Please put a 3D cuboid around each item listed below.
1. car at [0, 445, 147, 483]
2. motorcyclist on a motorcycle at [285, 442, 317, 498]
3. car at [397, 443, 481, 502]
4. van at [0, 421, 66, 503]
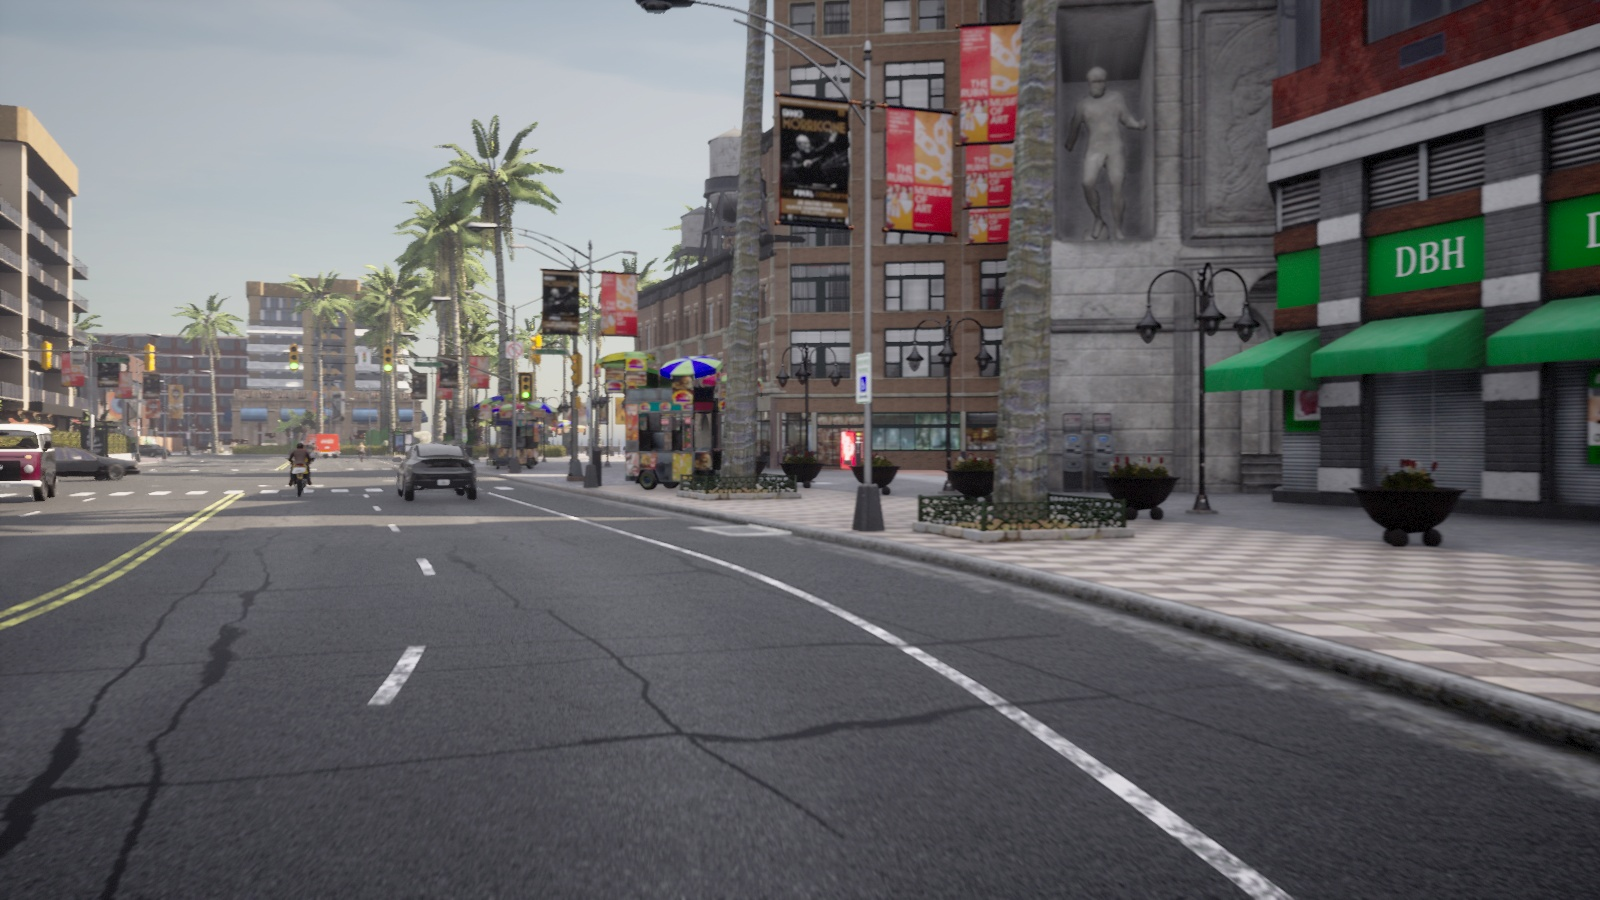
[{"bbox_3d":[-29.285,0.513,50.117,2.033,1.411,5.357,0,0,44],"label":"car"},{"bbox_3d":[-14.038,0.530,35.352,0.797,1.523,2.044,0,0,-21],"label":"motorcyclist on a motorcycle"},{"bbox_3d":[-10.020,0.557,34.630,1.837,1.490,4.892,0,0,-21],"label":"car"},{"bbox_3d":[-20.727,0.284,33.046,2.069,2.038,4.480,0,0,-25],"label":"van"}]
